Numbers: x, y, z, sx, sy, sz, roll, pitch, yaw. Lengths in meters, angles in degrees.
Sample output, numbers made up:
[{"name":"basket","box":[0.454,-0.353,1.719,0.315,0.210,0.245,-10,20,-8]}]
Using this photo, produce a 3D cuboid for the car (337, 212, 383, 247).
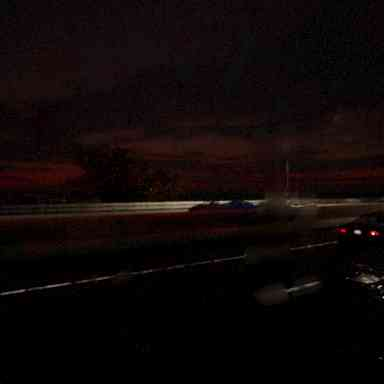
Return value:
[{"name":"car","box":[8.258,1.553,13.936,5.357,1.411,2.033,0,0,-35]}]

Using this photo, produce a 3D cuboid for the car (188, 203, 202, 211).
[{"name":"car","box":[1.643,1.571,30.959,4.181,1.385,1.994,0,0,-35]}]

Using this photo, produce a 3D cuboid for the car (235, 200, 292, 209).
[{"name":"car","box":[5.902,1.512,25.399,4.892,1.490,1.837,0,0,-35]}]

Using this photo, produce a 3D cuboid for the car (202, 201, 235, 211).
[{"name":"car","box":[3.604,1.485,28.060,5.008,1.535,1.882,0,0,-35]}]
